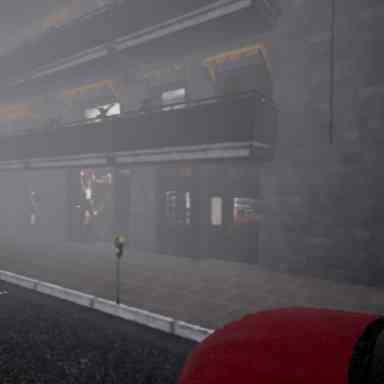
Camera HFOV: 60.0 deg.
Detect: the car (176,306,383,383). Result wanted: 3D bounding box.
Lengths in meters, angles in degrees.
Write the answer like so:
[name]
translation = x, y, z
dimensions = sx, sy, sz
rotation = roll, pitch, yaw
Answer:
[car]
translation = 2.114, 1.317, 1.350
dimensions = 5.009, 1.841, 2.192
rotation = 0, 1, 35
